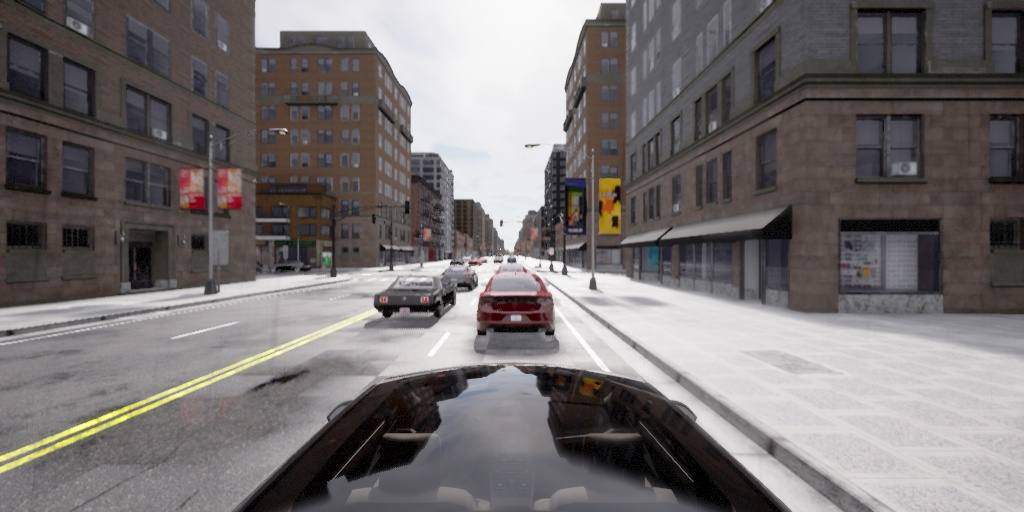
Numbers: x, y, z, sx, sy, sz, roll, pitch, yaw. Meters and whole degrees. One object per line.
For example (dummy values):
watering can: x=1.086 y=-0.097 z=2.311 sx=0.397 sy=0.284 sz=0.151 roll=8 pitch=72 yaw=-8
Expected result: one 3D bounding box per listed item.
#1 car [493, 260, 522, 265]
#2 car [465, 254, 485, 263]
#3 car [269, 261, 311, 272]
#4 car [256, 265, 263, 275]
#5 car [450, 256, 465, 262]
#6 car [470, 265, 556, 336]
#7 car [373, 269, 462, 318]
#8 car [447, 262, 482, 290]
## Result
car: x=-0.004 y=1.160 z=19.880 sx=1.882 sy=1.535 sz=5.008 roll=0 pitch=0 yaw=0
car: x=-6.567 y=0.861 z=63.908 sx=2.097 sy=1.767 sz=4.553 roll=0 pitch=0 yaw=0
car: x=-25.385 y=1.180 z=41.156 sx=4.313 sy=1.339 sz=1.948 roll=0 pitch=0 yaw=0
car: x=-25.424 y=1.054 z=33.131 sx=4.097 sy=1.591 sz=1.967 roll=0 pitch=0 yaw=0
car: x=-9.813 y=1.111 z=63.648 sx=1.895 sy=1.301 sz=4.718 roll=0 pitch=0 yaw=1
car: x=0.099 y=1.196 z=10.309 sx=1.882 sy=1.535 sz=5.008 roll=0 pitch=0 yaw=0
car: x=-3.153 y=1.310 z=12.785 sx=1.895 sy=1.301 sz=4.718 roll=0 pitch=0 yaw=0
car: x=-3.156 y=1.240 z=21.541 sx=1.994 sy=1.385 sz=4.181 roll=0 pitch=0 yaw=0
